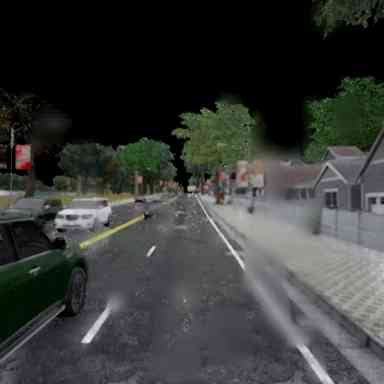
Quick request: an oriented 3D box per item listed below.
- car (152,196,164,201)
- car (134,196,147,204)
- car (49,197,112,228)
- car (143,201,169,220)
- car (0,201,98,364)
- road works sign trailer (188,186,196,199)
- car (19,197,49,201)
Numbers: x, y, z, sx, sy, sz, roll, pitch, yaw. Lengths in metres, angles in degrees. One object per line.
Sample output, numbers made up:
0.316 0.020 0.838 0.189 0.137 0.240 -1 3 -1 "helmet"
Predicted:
-6.520 1.448 63.546 1.882 1.535 5.008 0 1 1 "car"
-9.759 1.518 63.551 2.033 1.411 5.357 0 1 0 "car"
-6.598 1.380 20.972 2.150 2.045 5.566 0 0 0 "car"
-3.151 1.792 30.219 1.895 1.301 4.718 0 0 0 "car"
-3.167 1.259 4.407 2.150 2.045 5.566 0 0 0 "car"
-0.037 -0.017 93.650 2.380 3.560 2.880 -1 1 1 "road works sign trailer"
-9.849 1.381 20.968 2.150 2.045 5.566 0 0 0 "car"
